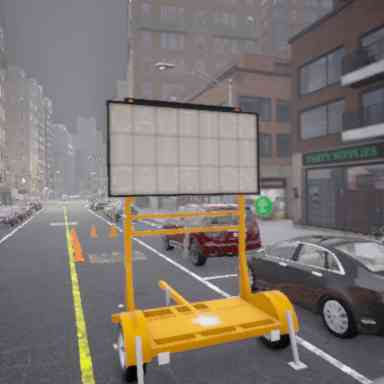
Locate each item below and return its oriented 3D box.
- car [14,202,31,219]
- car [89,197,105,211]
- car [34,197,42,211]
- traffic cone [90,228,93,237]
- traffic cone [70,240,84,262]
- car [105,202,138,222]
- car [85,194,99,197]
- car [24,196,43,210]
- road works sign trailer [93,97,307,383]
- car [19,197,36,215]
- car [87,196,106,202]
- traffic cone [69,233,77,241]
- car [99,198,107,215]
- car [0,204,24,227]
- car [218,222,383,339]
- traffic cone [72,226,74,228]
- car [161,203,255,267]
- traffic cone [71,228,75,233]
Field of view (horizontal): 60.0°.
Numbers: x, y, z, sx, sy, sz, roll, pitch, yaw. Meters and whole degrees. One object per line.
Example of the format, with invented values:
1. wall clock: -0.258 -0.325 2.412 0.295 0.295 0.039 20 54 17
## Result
1. car: -15.516 1.800 28.999 1.802 1.307 4.206 -2 0 -21
2. car: -11.591 1.704 42.370 1.947 1.339 4.313 -2 0 -21
3. car: -21.539 1.607 44.386 2.192 1.841 5.009 -2 0 -21
4. traffic cone: -5.079 2.019 17.144 0.340 0.580 0.340 -1 0 -21
5. traffic cone: -3.825 2.004 11.192 0.340 0.580 0.340 -1 0 -21
6. car: -5.577 1.628 26.985 1.947 1.339 4.313 -2 0 -21
7. car: -27.042 1.836 89.845 1.947 1.339 4.313 -1 0 -12
8. car: -23.544 1.630 49.516 2.192 1.841 5.009 -2 0 -21
9. road works sign trailer: -0.114 0.457 5.136 2.380 3.560 2.880 -1 0 -21
10. car: -17.525 1.683 34.128 1.967 1.590 4.097 -2 0 -21
11. car: -13.596 1.728 47.499 1.947 1.339 4.313 -2 0 -21
12. traffic cone: -4.554 2.014 13.054 0.340 0.580 0.340 -1 0 -21
13. car: -7.644 1.614 32.272 1.752 1.417 4.829 -2 0 -21
14. car: -13.510 1.774 23.869 1.802 1.307 4.206 -2 0 -21
15. car: 2.443 1.502 6.472 2.008 1.369 4.403 -2 0 -21
16. traffic cone: -6.010 2.034 16.780 0.340 0.580 0.340 -1 0 -21
17. car: 0.432 1.295 11.600 2.192 1.841 5.009 -2 0 -21
18. traffic cone: -5.281 2.024 14.917 0.340 0.580 0.340 -1 0 -21
